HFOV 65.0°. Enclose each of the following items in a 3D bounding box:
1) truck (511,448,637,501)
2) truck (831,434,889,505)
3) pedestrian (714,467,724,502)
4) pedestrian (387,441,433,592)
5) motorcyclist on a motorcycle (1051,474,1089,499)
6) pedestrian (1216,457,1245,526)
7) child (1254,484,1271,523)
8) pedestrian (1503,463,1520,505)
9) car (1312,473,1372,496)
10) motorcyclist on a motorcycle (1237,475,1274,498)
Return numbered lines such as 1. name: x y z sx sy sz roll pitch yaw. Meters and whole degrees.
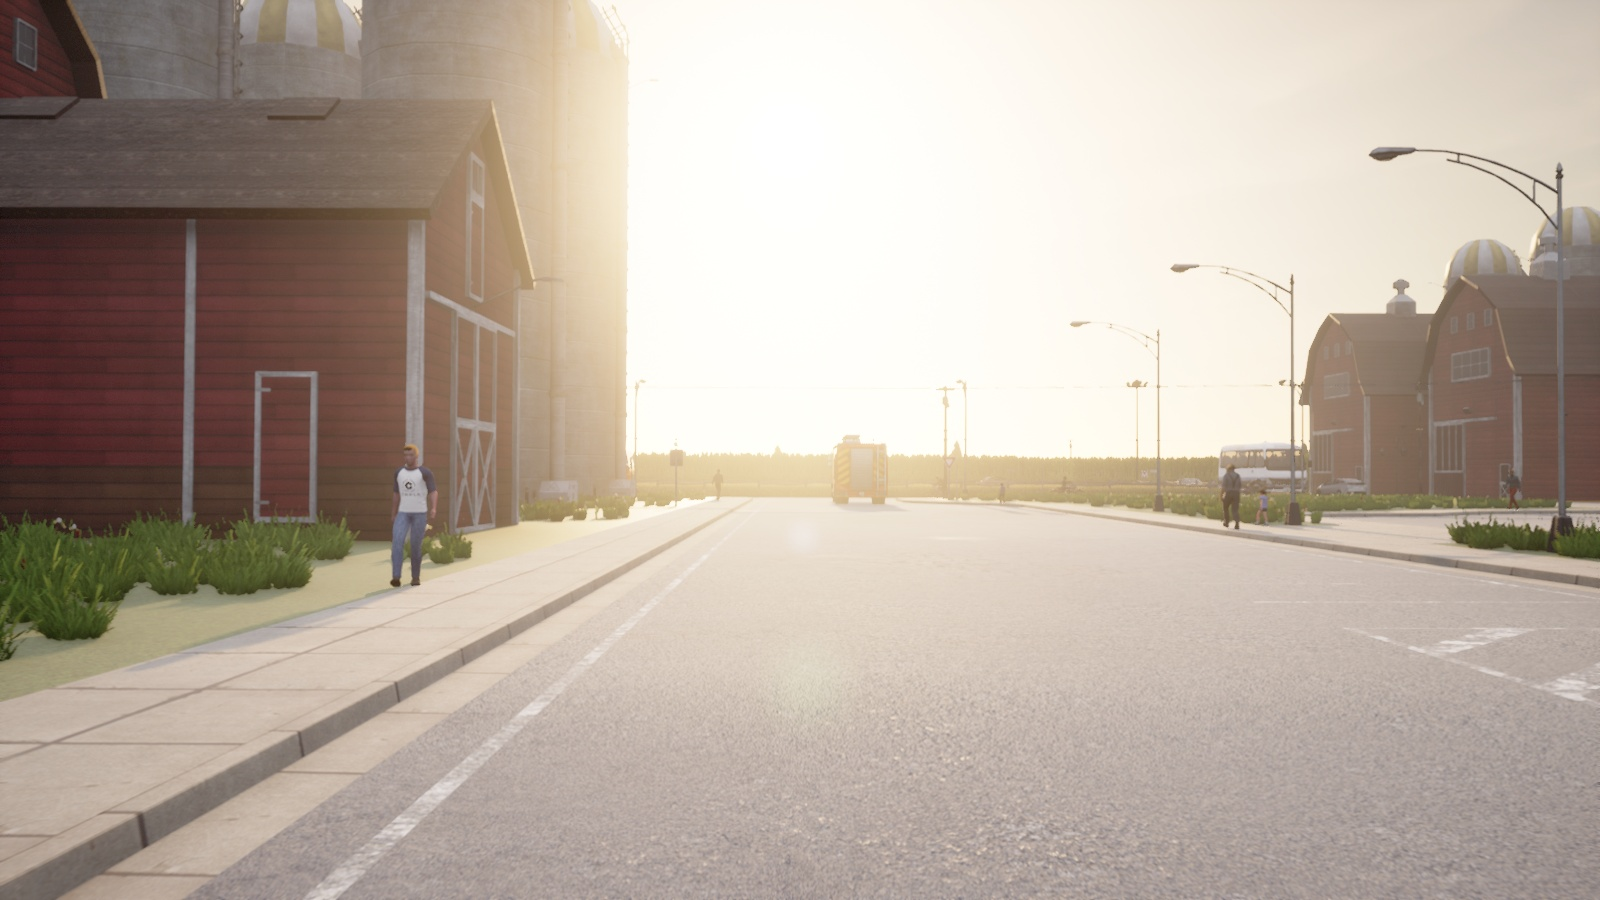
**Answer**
1. truck: -15.124 1.638 84.399 7.936 3.462 2.891 0 -1 1
2. truck: 3.318 1.127 72.032 2.891 3.827 8.468 0 -1 0
3. pedestrian: -4.611 1.969 71.547 0.423 1.949 0.788 0 -1 10
4. pedestrian: -4.848 0.818 15.629 0.354 1.836 0.706 0 -1 -1
5. motorcyclist on a motorcycle: 18.047 2.429 83.988 2.350 1.649 0.766 0 -1 1
6. pedestrian: 11.654 1.130 34.004 0.540 1.848 0.694 0 -1 0
7. child: 13.510 1.558 36.677 0.255 1.110 0.394 1 -1 -32
8. pedestrian: 31.563 1.497 55.703 0.614 1.847 0.353 0 -1 -29
9. car: 38.008 2.424 88.204 2.007 1.525 4.514 0 -2 -4
10. motorcyclist on a motorcycle: 30.630 2.463 84.495 2.191 1.530 0.866 0 -1 -13
